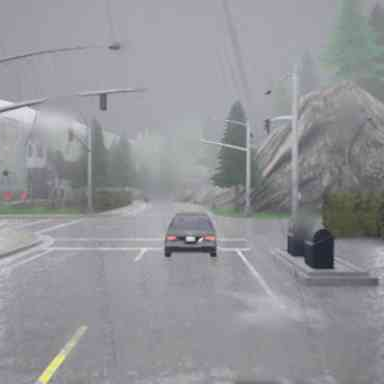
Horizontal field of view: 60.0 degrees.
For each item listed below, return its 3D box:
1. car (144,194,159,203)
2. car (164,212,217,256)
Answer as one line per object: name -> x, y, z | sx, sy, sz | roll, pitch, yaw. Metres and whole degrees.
car -> -7.245, 1.223, 59.139 | 1.837, 1.490, 4.892 | 0, 0, -19
car -> -0.025, 1.486, 12.821 | 2.033, 1.411, 5.357 | 0, 0, 1
